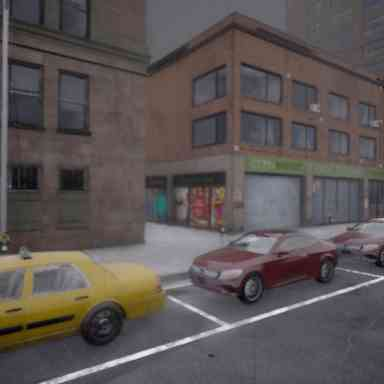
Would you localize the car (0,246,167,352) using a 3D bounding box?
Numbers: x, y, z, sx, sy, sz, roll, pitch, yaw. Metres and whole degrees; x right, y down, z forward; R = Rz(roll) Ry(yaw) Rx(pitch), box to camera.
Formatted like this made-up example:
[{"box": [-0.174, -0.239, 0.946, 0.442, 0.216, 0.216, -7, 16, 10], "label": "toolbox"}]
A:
[{"box": [-2.711, 1.525, 4.821, 4.829, 1.417, 1.752, 0, 1, -35], "label": "car"}]

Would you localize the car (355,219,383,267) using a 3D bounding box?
[{"box": [6.373, 1.580, 11.296, 4.206, 1.307, 1.802, 0, 1, -35], "label": "car"}]

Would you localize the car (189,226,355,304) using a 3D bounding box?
[{"box": [1.901, 1.581, 8.108, 4.206, 1.307, 1.802, 0, 1, -35], "label": "car"}]
